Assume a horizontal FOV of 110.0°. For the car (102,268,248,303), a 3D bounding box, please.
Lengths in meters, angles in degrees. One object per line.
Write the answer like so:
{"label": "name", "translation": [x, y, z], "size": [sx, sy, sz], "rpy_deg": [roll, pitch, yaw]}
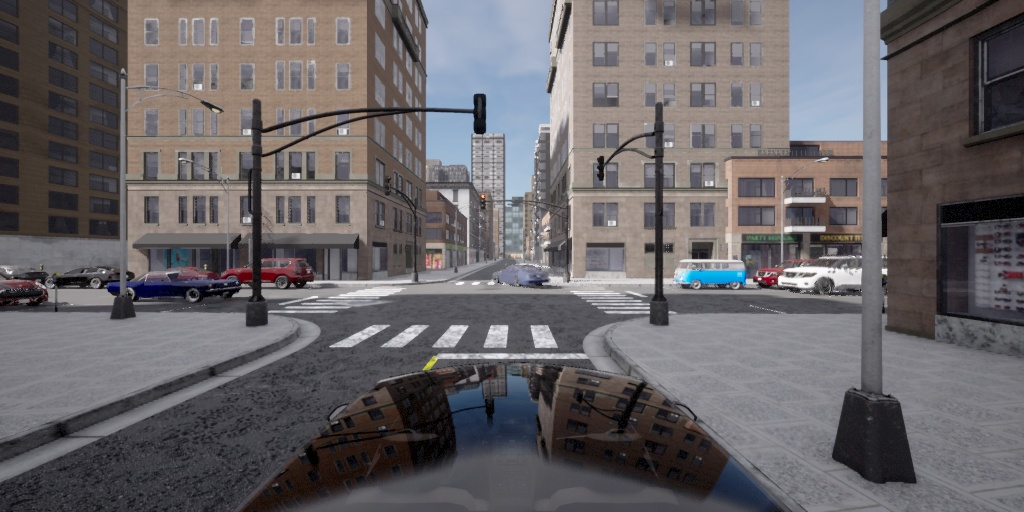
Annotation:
{"label": "car", "translation": [-14.997, 1.346, 16.139], "size": [4.718, 1.301, 1.895], "rpy_deg": [0, 0, 3]}

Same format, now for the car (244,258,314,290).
{"label": "car", "translation": [-14.904, 1.059, 22.081], "size": [5.009, 1.841, 2.192], "rpy_deg": [0, 0, 0]}

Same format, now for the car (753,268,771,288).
{"label": "car", "translation": [17.639, 1.086, 21.884], "size": [5.009, 1.841, 2.192], "rpy_deg": [0, 0, 0]}

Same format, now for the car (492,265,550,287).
{"label": "car", "translation": [0.510, 1.306, 24.553], "size": [2.033, 1.411, 5.357], "rpy_deg": [0, 0, -28]}

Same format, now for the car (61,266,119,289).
{"label": "car", "translation": [-25.951, 1.300, 22.148], "size": [4.313, 1.339, 1.948], "rpy_deg": [0, 0, 0]}

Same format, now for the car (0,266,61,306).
{"label": "car", "translation": [-20.454, 1.179, 13.589], "size": [4.097, 1.591, 1.967], "rpy_deg": [0, 0, 0]}

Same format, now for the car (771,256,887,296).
{"label": "car", "translation": [17.533, 0.994, 19.130], "size": [5.566, 2.045, 2.150], "rpy_deg": [0, 0, 0]}

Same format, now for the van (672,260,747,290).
{"label": "van", "translation": [12.043, 1.108, 21.918], "size": [3.998, 1.789, 1.690], "rpy_deg": [0, 0, 0]}
